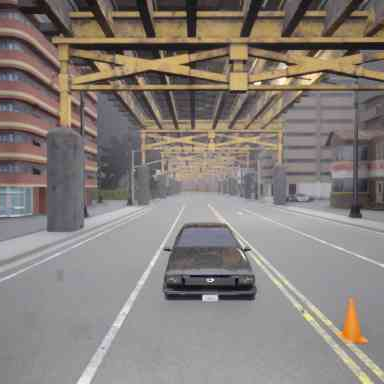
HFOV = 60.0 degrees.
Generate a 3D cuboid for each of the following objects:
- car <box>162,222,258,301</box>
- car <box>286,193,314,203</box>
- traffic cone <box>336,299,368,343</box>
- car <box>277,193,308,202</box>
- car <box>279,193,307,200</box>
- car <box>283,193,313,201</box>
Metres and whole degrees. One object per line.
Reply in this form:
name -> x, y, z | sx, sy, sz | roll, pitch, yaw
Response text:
car -> 0.364, 1.533, 8.719 | 2.033, 1.411, 5.357 | 0, 0, 1
car -> 17.482, 1.006, 54.827 | 4.974, 1.542, 2.038 | 0, 1, -20
traffic cone -> 2.455, 1.949, 5.111 | 0.340, 0.580, 0.340 | 0, 0, 0
car -> 17.831, 0.959, 58.984 | 4.974, 1.542, 2.038 | 0, 1, 25
car -> 17.878, 0.801, 58.960 | 4.536, 1.218, 1.853 | 0, 1, 25
car -> 17.531, 0.848, 54.843 | 4.536, 1.218, 1.853 | 0, 1, -20
